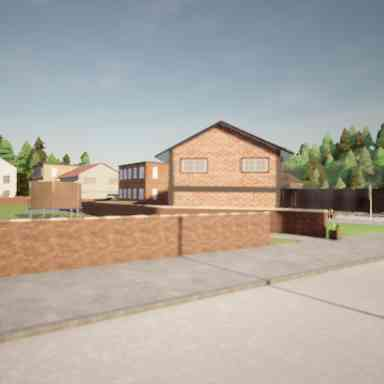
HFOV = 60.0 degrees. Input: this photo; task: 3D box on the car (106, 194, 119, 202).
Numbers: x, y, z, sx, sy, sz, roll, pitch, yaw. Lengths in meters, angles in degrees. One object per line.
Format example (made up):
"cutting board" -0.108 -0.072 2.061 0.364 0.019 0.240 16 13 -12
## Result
"car" -9.619 1.206 41.977 1.905 1.878 3.866 1 -1 -35
